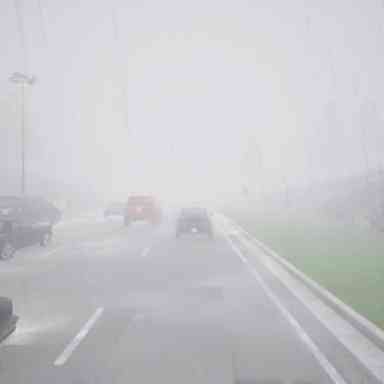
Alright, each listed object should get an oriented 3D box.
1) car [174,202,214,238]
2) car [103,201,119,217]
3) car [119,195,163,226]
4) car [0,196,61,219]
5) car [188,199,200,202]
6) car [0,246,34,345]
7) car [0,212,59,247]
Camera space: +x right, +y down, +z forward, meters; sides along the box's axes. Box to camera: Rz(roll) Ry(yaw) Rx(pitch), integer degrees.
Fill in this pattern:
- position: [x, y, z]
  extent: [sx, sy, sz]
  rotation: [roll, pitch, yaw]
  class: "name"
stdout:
- position: [0.097, 1.531, 17.846]
  extent: [1.837, 1.490, 4.892]
  rotation: [0, 0, 0]
  class: "car"
- position: [-6.880, 1.591, 31.482]
  extent: [2.033, 1.411, 5.357]
  rotation: [0, 0, 0]
  class: "car"
- position: [-3.404, 1.255, 23.910]
  extent: [2.150, 2.045, 5.566]
  rotation: [0, 0, 0]
  class: "car"
- position: [-10.403, 1.250, 21.251]
  extent: [2.150, 2.045, 5.566]
  rotation: [0, 0, 0]
  class: "car"
- position: [0.239, 1.579, 38.473]
  extent: [1.812, 1.442, 4.674]
  rotation: [0, 0, 1]
  class: "car"
- position: [-3.401, 1.551, 2.311]
  extent: [2.033, 1.411, 5.357]
  rotation: [0, 0, 0]
  class: "car"
- position: [-6.902, 1.618, 12.230]
  extent: [1.895, 1.301, 4.718]
  rotation: [0, 0, 0]
  class: "car"
